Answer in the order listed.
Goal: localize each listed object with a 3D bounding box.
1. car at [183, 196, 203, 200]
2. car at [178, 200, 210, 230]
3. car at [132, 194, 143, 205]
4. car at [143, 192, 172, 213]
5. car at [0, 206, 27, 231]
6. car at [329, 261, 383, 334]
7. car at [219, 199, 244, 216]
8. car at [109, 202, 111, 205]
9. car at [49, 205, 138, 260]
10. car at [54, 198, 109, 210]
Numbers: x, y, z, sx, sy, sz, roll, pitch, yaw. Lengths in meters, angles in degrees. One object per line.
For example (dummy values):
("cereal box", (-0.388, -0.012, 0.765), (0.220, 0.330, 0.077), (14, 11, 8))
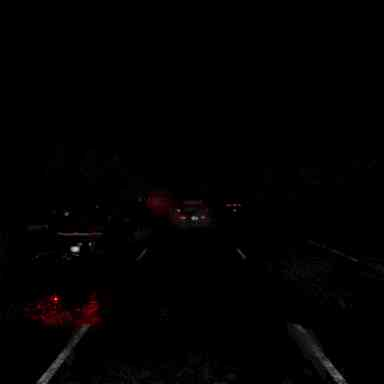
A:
("car", (0.082, 1.173, 35.627), (2.097, 1.767, 4.553), (0, 0, 0))
("car", (0.103, 1.445, 20.445), (2.033, 1.411, 5.357), (0, 0, 0))
("car", (-6.962, 1.119, 46.377), (2.097, 1.767, 4.553), (0, 0, 0))
("car", (-3.410, 1.047, 35.037), (2.150, 2.045, 5.566), (0, 0, 0))
("car", (-10.398, 1.417, 17.164), (1.837, 1.490, 4.892), (0, 0, 0))
("car", (3.600, 1.578, 4.382), (1.895, 1.301, 4.718), (0, 0, 0))
("car", (3.600, 1.339, 30.560), (2.128, 1.511, 4.902), (0, 0, 0))
("car", (-10.418, 1.416, 36.847), (1.895, 1.301, 4.718), (0, 0, 0))
("car", (-3.399, 1.432, 12.102), (2.128, 1.511, 4.902), (0, 0, 0))
("car", (-6.899, 1.248, 20.454), (2.097, 1.767, 4.553), (0, 0, 0))
